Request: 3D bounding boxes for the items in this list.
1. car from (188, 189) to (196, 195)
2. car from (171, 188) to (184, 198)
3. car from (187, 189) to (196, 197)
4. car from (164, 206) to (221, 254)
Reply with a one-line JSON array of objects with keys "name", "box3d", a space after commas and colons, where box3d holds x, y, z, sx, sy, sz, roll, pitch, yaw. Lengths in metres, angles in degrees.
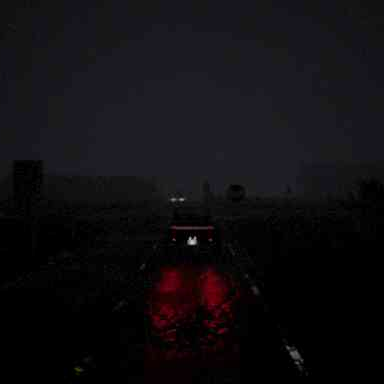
[{"name": "car", "box3d": [-0.037, 0.041, 86.430, 2.128, 1.511, 4.902, 0, 1, 0]}, {"name": "car", "box3d": [-2.794, 0.184, 65.042, 2.150, 2.045, 5.566, 0, 1, 0]}, {"name": "car", "box3d": [-0.033, 0.342, 76.014, 2.033, 1.411, 5.357, 0, 1, 0]}, {"name": "car", "box3d": [0.024, 1.274, 12.504, 2.128, 1.511, 4.902, 0, 1, 0]}]
